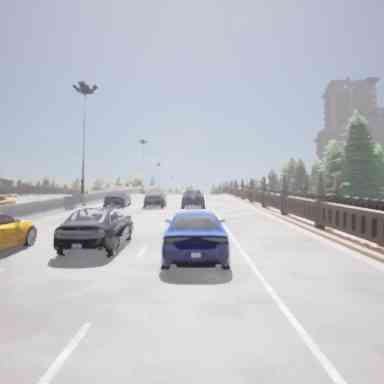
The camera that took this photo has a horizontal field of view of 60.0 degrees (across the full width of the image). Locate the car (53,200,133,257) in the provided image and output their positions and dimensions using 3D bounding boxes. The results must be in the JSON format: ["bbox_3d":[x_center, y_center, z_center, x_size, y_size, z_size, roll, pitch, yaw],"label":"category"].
[{"bbox_3d":[-3.398,1.303,12.228,2.128,1.511,4.902,0,2,0],"label":"car"}]

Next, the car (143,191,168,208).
[{"bbox_3d":[-3.395,0.632,31.244,2.128,1.511,4.902,0,2,0],"label":"car"}]

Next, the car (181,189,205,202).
[{"bbox_3d":[0.105,0.504,30.885,2.097,1.767,4.553,0,2,0],"label":"car"}]

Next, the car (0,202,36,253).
[{"bbox_3d":[-6.899,1.338,10.775,1.882,1.535,5.008,0,2,0],"label":"car"}]

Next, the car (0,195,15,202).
[{"bbox_3d":[-14.094,0.920,22.691,1.882,1.535,5.008,0,2,0],"label":"car"}]

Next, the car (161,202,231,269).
[{"bbox_3d":[0.101,1.339,10.737,1.882,1.535,5.008,0,2,0],"label":"car"}]

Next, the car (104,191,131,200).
[{"bbox_3d":[-6.895,0.651,31.071,1.837,1.490,4.892,0,2,0],"label":"car"}]
